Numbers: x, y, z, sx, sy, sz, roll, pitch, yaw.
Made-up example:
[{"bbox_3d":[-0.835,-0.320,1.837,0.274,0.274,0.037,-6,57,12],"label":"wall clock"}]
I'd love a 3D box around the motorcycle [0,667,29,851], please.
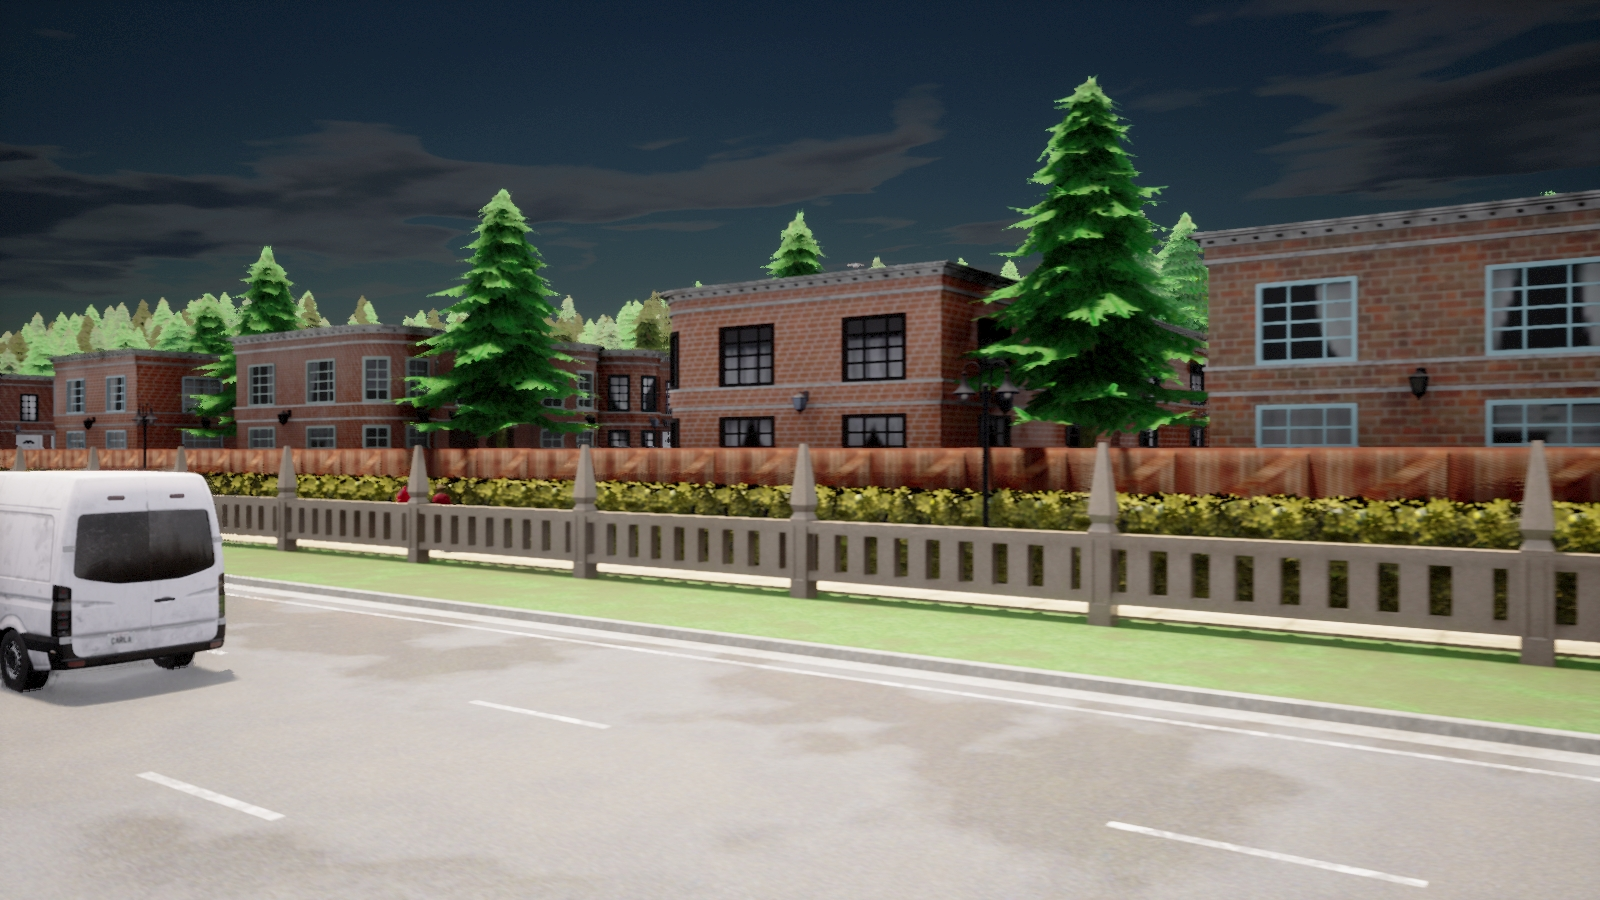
[{"bbox_3d":[-6.530,2.191,8.358,2.033,1.199,0.803,0,0,35],"label":"motorcycle"}]

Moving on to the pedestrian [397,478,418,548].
[{"bbox_3d":[-10.706,1.713,31.177,0.375,1.860,0.375,0,0,30],"label":"pedestrian"}]

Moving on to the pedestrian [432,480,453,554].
[{"bbox_3d":[-9.180,1.712,29.332,0.375,1.860,0.375,0,0,36],"label":"pedestrian"}]

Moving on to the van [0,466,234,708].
[{"bbox_3d":[-10.012,1.543,15.062,5.915,2.561,1.988,0,0,35],"label":"van"}]
